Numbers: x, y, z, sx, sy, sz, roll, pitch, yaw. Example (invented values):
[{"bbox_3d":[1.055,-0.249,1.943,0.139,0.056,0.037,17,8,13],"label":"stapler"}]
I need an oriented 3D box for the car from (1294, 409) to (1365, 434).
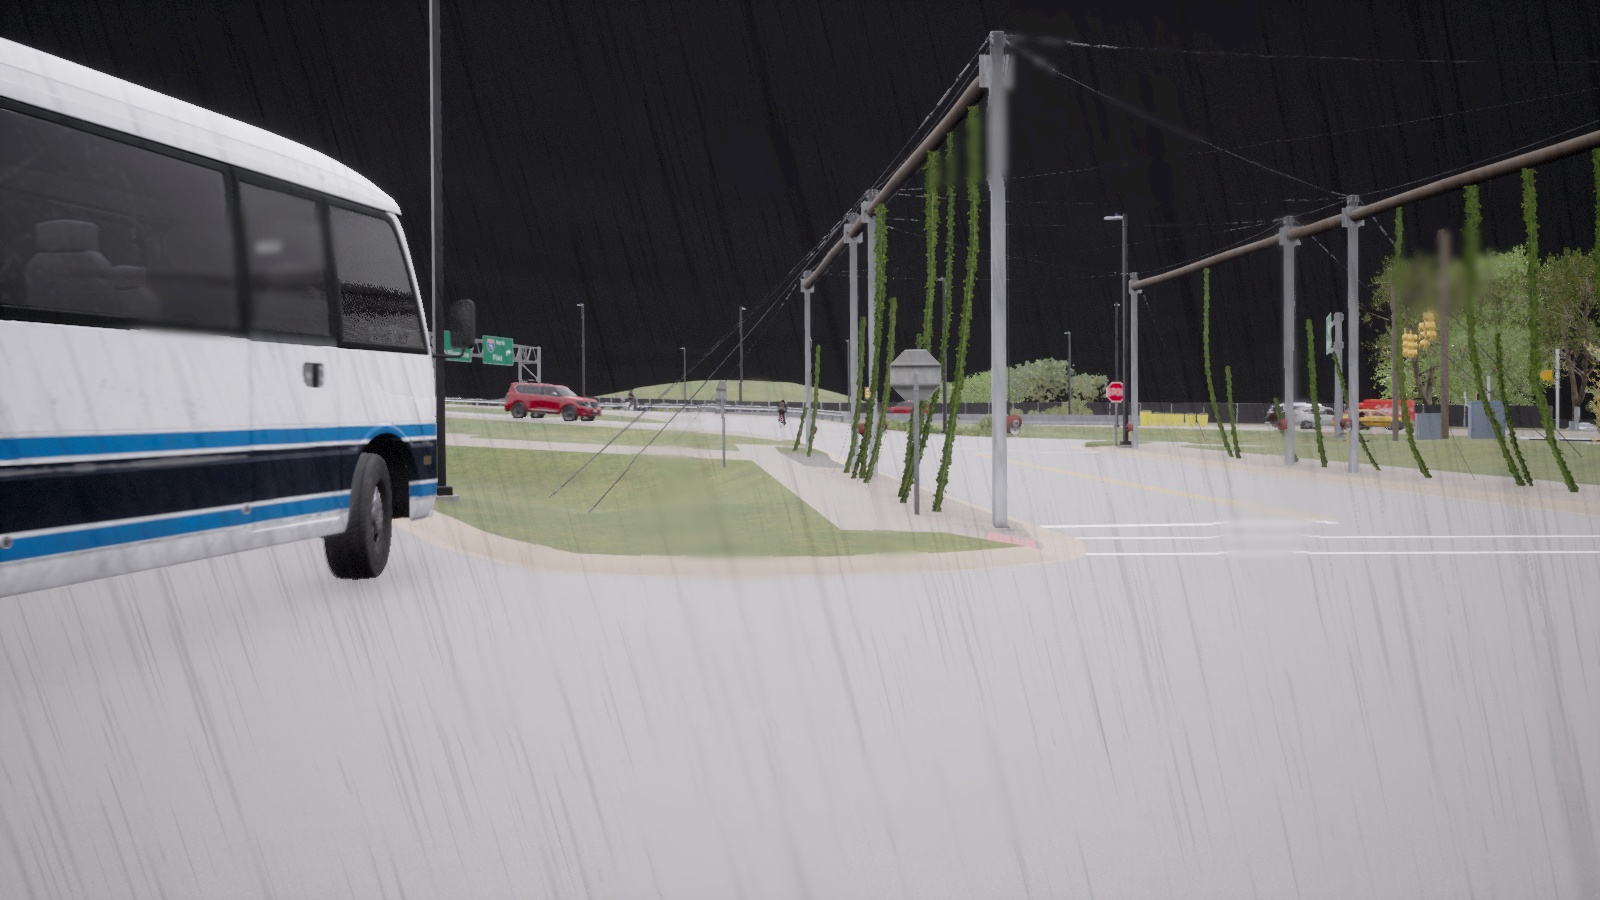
[{"bbox_3d":[38.320,-2.060,90.987,4.611,1.667,2.242,2,1,20],"label":"car"}]

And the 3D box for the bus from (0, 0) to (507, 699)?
[{"bbox_3d":[-6.214,-0.787,9.790,3.944,4.253,10.273,1,2,10],"label":"bus"}]

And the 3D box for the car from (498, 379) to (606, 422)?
[{"bbox_3d":[-13.957,-2.789,70.686,5.566,2.045,2.150,4,2,21],"label":"car"}]

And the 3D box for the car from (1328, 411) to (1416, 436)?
[{"bbox_3d":[39.469,-1.853,86.855,5.366,1.575,1.801,2,1,20],"label":"car"}]
